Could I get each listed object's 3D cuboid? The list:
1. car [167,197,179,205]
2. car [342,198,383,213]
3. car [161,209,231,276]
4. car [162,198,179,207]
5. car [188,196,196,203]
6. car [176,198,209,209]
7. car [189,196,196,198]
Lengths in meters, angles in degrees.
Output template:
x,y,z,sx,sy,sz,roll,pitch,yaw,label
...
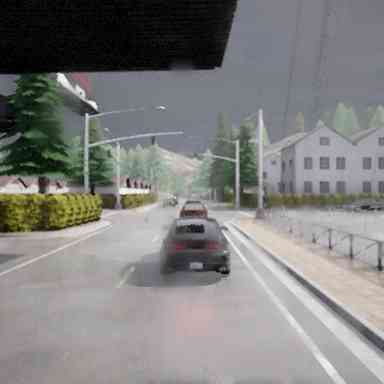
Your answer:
x,y,z,sx,sy,sz,roll,pitch,yaw,label
-3.496,1.681,61.568,1.895,1.301,4.718,0,0,0,car
17.963,1.343,34.040,4.902,1.511,2.128,0,0,0,car
0.100,1.519,10.386,1.837,1.490,4.892,0,0,0,car
-3.496,1.631,51.574,1.994,1.385,4.181,0,0,0,car
0.005,1.594,72.026,1.837,1.490,4.892,0,0,0,car
0.175,1.490,23.360,1.882,1.535,5.008,0,1,2,car
0.095,1.558,41.971,1.837,1.490,4.892,0,0,0,car
